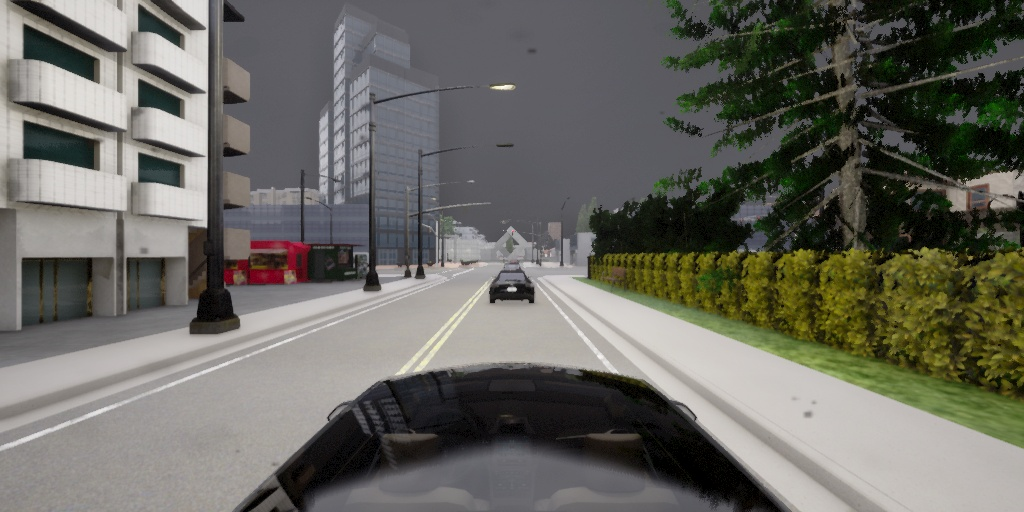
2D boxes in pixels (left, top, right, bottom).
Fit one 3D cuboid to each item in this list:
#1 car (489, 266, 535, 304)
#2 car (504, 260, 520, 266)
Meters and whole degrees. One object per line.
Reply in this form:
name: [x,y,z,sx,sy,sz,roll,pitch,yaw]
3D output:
car: [0.000,1.319,16.500,1.994,1.385,4.181,0,0,0]
car: [0.000,1.311,31.500,2.033,1.411,5.357,0,0,0]
